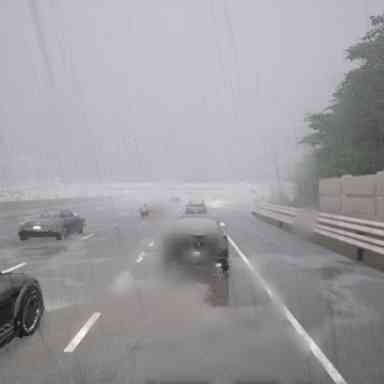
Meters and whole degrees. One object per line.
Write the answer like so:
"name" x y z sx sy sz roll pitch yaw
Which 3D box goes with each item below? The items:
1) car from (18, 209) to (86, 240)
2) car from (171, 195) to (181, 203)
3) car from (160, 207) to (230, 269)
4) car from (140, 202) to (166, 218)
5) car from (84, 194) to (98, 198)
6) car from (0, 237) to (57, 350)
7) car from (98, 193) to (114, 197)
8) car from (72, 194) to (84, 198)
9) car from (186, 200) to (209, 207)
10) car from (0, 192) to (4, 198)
"car" -6.863 1.549 16.744 1.994 1.385 4.181 0 0 0
"car" -3.357 1.410 68.962 1.882 1.535 5.008 0 0 0
"car" 0.119 1.468 11.100 1.882 1.535 5.008 0 0 0
"car" -3.406 1.575 30.066 1.895 1.301 4.718 0 0 0
"car" -24.407 1.356 82.060 1.812 1.442 4.674 0 0 0
"car" -3.496 1.560 3.965 1.994 1.385 4.181 0 0 0
"car" -20.907 1.310 82.096 1.882 1.535 5.008 0 0 0
"car" -27.907 1.186 82.055 2.097 1.767 4.553 0 0 0
"car" 0.487 1.466 30.285 2.128 1.511 4.902 0 0 4
"car" -44.879 0.663 76.726 1.812 1.442 4.674 0 2 -16
